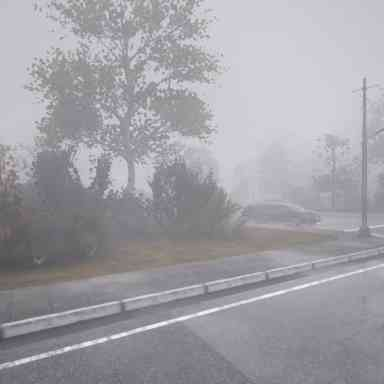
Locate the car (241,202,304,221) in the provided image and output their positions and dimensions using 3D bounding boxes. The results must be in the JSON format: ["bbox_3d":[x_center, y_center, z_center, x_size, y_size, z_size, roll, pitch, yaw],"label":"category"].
[{"bbox_3d":[7.048,1.680,29.706,2.033,1.411,5.357,0,-1,-40],"label":"car"}]

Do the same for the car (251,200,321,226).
[{"bbox_3d":[6.924,1.585,24.255,1.837,1.490,4.892,0,0,-39],"label":"car"}]
